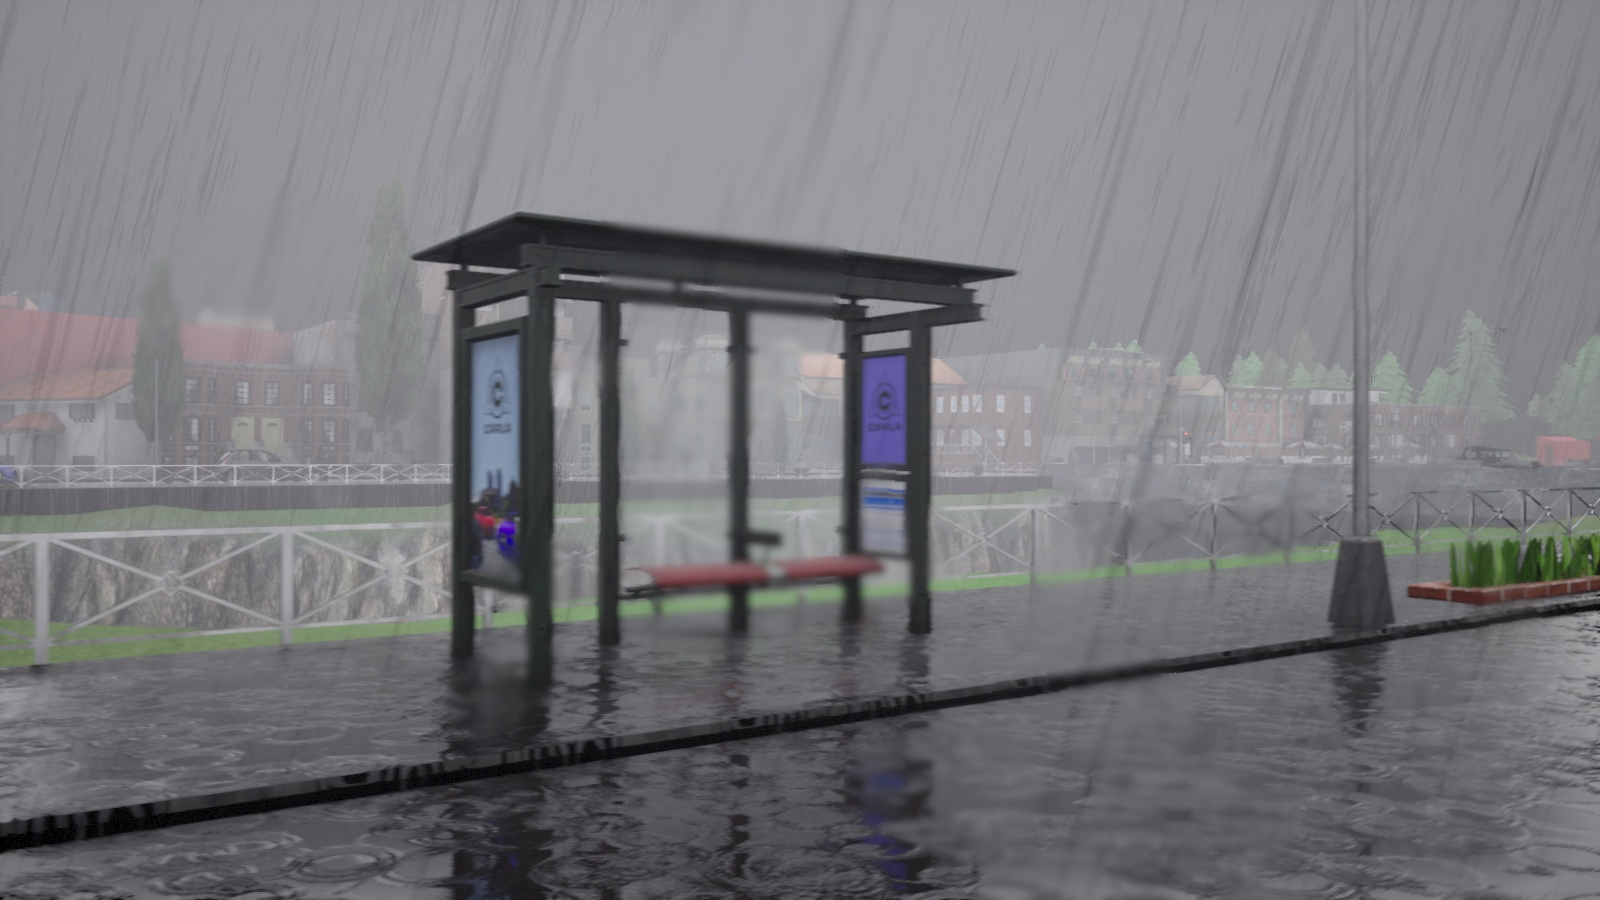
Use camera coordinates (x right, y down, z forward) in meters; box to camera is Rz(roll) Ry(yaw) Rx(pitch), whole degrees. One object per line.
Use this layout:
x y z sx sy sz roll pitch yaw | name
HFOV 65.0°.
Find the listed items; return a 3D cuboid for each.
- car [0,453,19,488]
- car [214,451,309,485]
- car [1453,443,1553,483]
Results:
-36.371 0.902 54.158 4.514 1.525 2.007 0 0 -34 | car
-26.234 0.849 61.203 3.988 1.617 1.851 0 0 -35 | car
34.590 0.619 61.881 1.905 1.878 3.866 0 0 -35 | car
